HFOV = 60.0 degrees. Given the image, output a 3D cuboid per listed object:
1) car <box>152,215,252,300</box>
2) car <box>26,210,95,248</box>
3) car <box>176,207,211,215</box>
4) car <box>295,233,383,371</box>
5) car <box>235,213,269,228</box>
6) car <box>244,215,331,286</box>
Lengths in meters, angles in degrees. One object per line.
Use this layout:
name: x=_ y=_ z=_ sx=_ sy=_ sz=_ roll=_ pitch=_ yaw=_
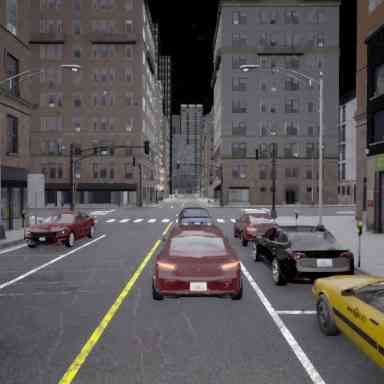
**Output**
car: x=0.100 y=1.523 z=8.233 sx=1.812 sy=1.442 sz=4.674 roll=0 pitch=0 yaw=0
car: x=-5.676 y=1.540 z=14.849 sx=1.887 sy=1.381 sz=4.507 roll=-1 pitch=0 yaw=0
car: x=0.136 y=1.542 z=18.253 sx=2.033 sy=1.411 sz=5.357 roll=0 pitch=0 yaw=-3
car: x=2.866 y=1.524 z=3.848 sx=1.752 sy=1.417 sz=4.829 roll=-1 pitch=0 yaw=0
car: x=2.869 y=1.577 z=14.850 sx=1.802 sy=1.307 sz=4.206 roll=-1 pitch=0 yaw=0
car: x=2.868 y=1.563 z=9.264 sx=1.947 sy=1.339 sz=4.313 roll=-1 pitch=0 yaw=0
